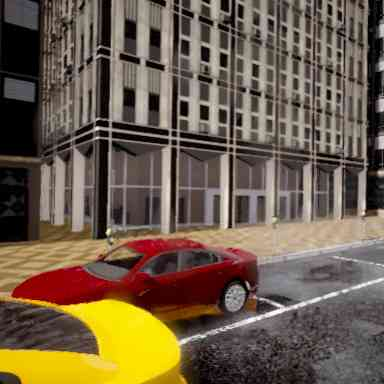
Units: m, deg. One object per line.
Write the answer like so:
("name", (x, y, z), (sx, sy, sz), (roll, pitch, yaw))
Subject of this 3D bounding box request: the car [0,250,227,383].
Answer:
("car", (-2.356, 1.476, 1.697), (5.008, 1.535, 1.882), (0, 0, -36))

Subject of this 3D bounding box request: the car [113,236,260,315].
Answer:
("car", (-0.739, 1.549, 6.016), (4.507, 1.381, 1.887), (0, 1, -35))
